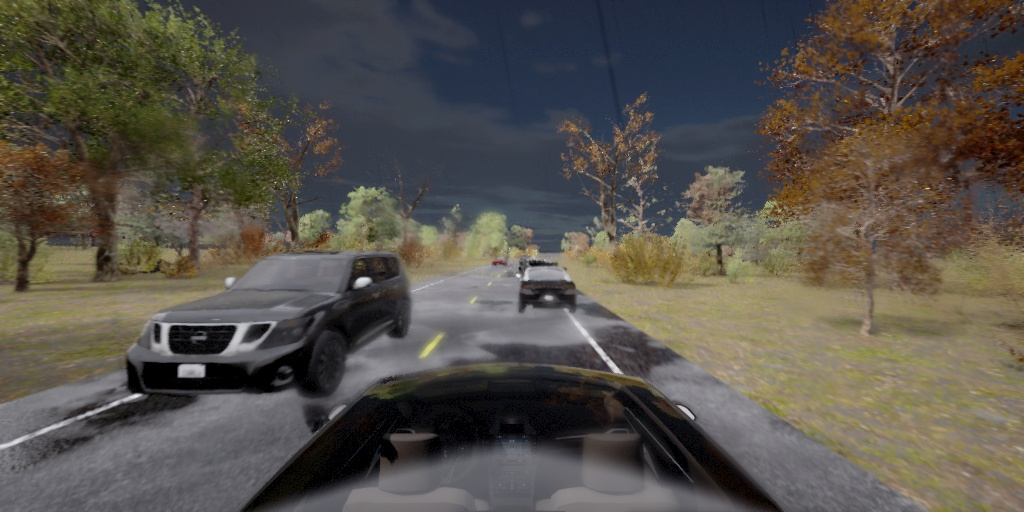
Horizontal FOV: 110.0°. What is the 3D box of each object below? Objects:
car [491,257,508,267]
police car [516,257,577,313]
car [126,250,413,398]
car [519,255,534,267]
[{"bbox_3d":[-1.664,0.800,49.334,1.895,1.301,4.718,0,0,5],"label":"car"},{"bbox_3d":[1.174,1.028,13.348,1.930,1.638,5.238,0,1,1],"label":"police car"},{"bbox_3d":[-3.554,0.903,6.768,2.150,2.045,5.566,0,1,1],"label":"car"},{"bbox_3d":[2.059,0.693,51.150,1.837,1.490,4.892,0,1,6],"label":"car"}]
